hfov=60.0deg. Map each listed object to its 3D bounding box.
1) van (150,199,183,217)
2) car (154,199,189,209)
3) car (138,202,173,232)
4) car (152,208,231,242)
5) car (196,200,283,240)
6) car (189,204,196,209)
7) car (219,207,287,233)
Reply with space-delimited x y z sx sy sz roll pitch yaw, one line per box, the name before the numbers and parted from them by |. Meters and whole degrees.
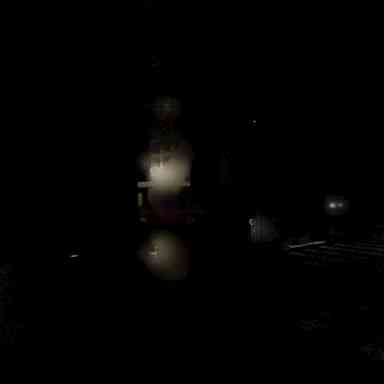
van | -2.807 1.687 36.025 1.690 1.788 3.998 -1 0 -35
car | -2.596 1.629 25.648 2.097 1.767 4.553 0 0 -35
car | -3.360 1.705 22.113 1.967 1.590 4.097 -1 0 -35
car | -0.162 1.777 17.630 1.802 1.307 4.206 -1 0 -35
car | 2.568 1.517 18.369 2.097 1.767 4.553 0 0 -35
car | 0.292 1.803 31.682 1.752 1.417 4.829 -1 0 -35
car | 3.913 1.733 21.847 1.994 1.385 4.181 -1 0 -34
